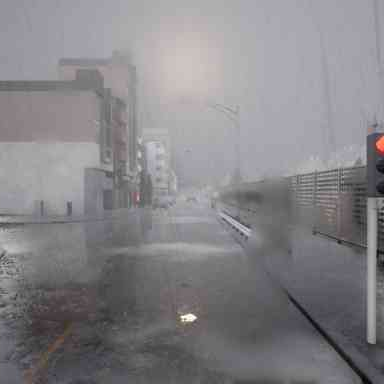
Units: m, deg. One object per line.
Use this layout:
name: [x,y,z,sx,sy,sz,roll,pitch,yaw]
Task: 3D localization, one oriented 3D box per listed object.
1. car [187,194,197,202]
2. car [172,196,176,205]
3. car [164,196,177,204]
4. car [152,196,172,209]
car: [-0.038,1.355,76.616,2.097,1.767,4.553,0,0,0]
car: [-4.113,1.477,54.579,1.882,1.535,5.008,0,0,0]
car: [-4.077,1.491,64.827,2.128,1.511,4.902,0,0,0]
car: [-4.116,1.505,44.346,1.837,1.490,4.892,0,0,0]
